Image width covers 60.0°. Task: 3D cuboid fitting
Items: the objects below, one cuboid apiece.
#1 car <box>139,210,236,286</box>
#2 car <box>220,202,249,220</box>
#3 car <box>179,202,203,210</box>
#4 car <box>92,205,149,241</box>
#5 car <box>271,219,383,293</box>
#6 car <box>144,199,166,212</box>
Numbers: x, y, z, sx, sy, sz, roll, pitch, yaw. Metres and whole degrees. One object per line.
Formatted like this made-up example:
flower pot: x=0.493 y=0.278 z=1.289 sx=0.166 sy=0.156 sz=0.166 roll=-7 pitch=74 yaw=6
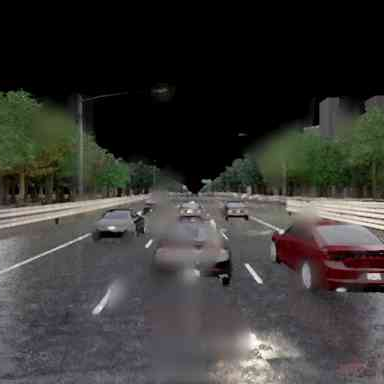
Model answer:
car: x=0.006 y=1.482 z=9.377 sx=2.128 sy=1.511 sz=4.902 roll=0 pitch=0 yaw=0
car: x=3.391 y=1.481 z=26.956 sx=2.033 sy=1.411 sz=5.357 roll=0 pitch=0 yaw=0
car: x=-0.110 y=1.481 z=26.954 sx=2.033 sy=1.411 sz=5.357 roll=0 pitch=0 yaw=0
car: x=-3.526 y=1.540 z=16.560 sx=1.994 sy=1.385 sz=4.181 roll=0 pitch=0 yaw=0
car: x=3.508 y=1.468 z=8.892 sx=1.882 sy=1.535 sz=5.008 roll=0 pitch=0 yaw=0
car: x=-3.640 y=1.405 z=32.305 sx=1.837 sy=1.490 sz=4.892 roll=0 pitch=0 yaw=0
